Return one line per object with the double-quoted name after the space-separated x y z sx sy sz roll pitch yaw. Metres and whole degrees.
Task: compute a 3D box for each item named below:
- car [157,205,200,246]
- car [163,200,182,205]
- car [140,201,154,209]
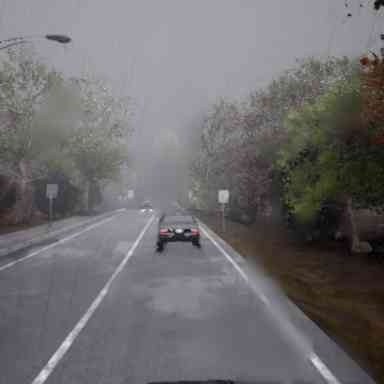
-0.672 1.577 15.553 2.033 1.411 5.357 0 0 -4 "car"
-2.074 1.604 35.343 2.033 1.411 5.357 0 0 -4 "car"
-6.867 1.995 51.405 1.994 1.385 4.181 0 -3 -4 "car"
